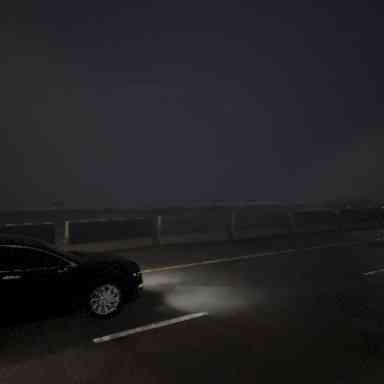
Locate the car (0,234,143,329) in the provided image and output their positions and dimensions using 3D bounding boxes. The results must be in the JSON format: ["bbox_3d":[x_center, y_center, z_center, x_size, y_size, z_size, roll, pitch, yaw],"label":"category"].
[{"bbox_3d":[-3.219,1.491,5.660,4.892,1.490,1.837,0,0,-35],"label":"car"}]

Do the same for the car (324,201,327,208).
[{"bbox_3d":[18.893,1.332,41.569,5.008,1.535,1.882,0,0,-22],"label":"car"}]

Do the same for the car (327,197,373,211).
[{"bbox_3d":[18.084,1.345,37.453,5.008,1.535,1.882,0,0,-22],"label":"car"}]
